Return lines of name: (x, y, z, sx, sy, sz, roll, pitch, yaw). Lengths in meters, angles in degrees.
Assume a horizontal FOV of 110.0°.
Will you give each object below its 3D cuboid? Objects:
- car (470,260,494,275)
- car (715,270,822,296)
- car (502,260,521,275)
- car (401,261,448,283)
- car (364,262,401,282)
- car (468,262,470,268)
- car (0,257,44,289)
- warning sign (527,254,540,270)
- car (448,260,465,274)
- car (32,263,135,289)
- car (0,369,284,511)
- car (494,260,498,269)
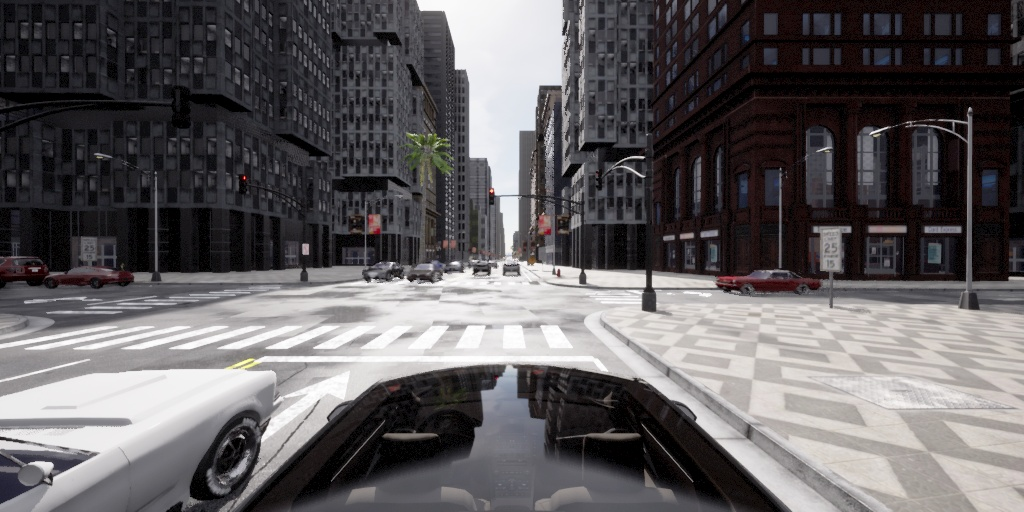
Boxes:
car: (-3.309, 1.297, 40.444, 1.837, 1.490, 4.892, 0, 0, 0)
car: (13.799, 1.423, 19.537, 4.718, 1.301, 1.895, 0, 0, 0)
car: (-0.057, 1.283, 40.257, 2.128, 1.511, 4.902, 0, 0, 0)
car: (-6.708, 1.306, 28.235, 2.033, 1.411, 5.357, 0, 0, 0)
car: (-10.126, 1.251, 28.802, 2.128, 1.511, 4.902, 0, 0, 3)
car: (-6.796, 1.437, 64.172, 2.128, 1.511, 4.902, 0, -1, 0)
car: (-30.786, 0.945, 21.293, 5.009, 1.841, 2.192, 0, 0, -1)
warning sign: (2.661, 0.940, 47.605, 1.300, 1.860, 1.060, 0, 0, 0)
car: (-6.766, 1.366, 42.421, 1.994, 1.385, 4.181, 0, 0, 0)
car: (-25.148, 1.232, 21.404, 4.207, 1.307, 1.802, 0, 0, -1)
car: (-3.149, 1.351, 1.460, 1.895, 1.301, 4.718, 0, 0, -3)
car: (-3.496, 1.487, 63.463, 2.033, 1.411, 5.357, 0, 0, 0)
